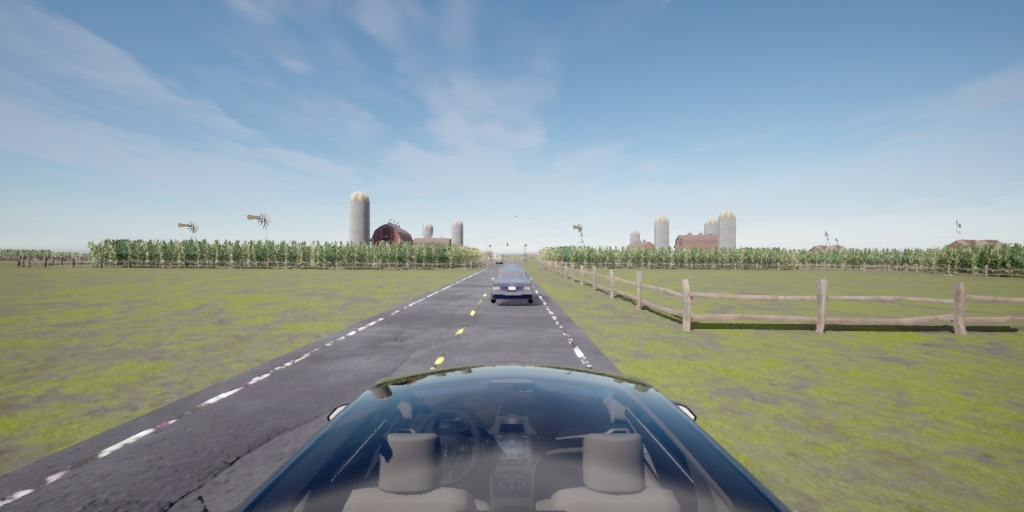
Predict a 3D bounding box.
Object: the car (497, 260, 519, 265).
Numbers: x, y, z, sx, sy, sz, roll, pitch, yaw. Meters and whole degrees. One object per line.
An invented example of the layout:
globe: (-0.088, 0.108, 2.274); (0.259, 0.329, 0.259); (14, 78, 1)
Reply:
car: (0.000, 1.328, 31.542); (2.033, 1.411, 5.357); (0, 0, 0)

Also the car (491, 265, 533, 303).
car: (0.000, 1.315, 16.541); (2.033, 1.411, 5.357); (0, 0, 0)
